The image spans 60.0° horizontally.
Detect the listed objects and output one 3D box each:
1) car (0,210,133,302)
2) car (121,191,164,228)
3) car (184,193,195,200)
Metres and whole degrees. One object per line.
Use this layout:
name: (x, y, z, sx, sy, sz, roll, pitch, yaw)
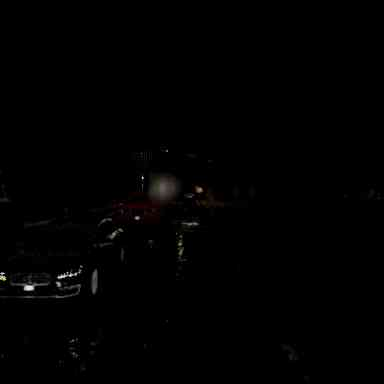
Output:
car: (-2.907, 1.427, 8.320, 1.837, 1.490, 4.892, 0, 1, 0)
car: (-2.996, 1.010, 20.889, 2.150, 2.045, 5.566, 0, 1, 0)
car: (-0.501, 0.870, 65.102, 1.994, 1.385, 4.181, 0, 1, 0)
